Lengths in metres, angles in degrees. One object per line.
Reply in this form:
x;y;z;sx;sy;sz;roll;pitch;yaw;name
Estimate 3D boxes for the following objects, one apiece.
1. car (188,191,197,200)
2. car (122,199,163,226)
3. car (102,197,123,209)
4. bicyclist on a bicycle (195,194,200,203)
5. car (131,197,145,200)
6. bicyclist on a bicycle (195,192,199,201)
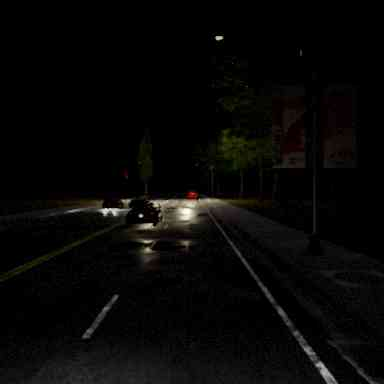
0.133;0.771;80.827;2.150;2.045;5.566;0;0;0;car
-3.113;1.430;22.299;1.994;1.385;4.181;0;0;0;car
-9.771;1.324;41.249;1.994;1.385;4.181;0;0;0;car
0.994;1.102;59.435;0.866;1.612;1.509;0;0;0;bicyclist on a bicycle
-6.523;1.326;40.851;1.994;1.385;4.181;0;0;0;car
1.006;0.990;68.459;0.659;1.776;1.843;0;0;0;bicyclist on a bicycle
